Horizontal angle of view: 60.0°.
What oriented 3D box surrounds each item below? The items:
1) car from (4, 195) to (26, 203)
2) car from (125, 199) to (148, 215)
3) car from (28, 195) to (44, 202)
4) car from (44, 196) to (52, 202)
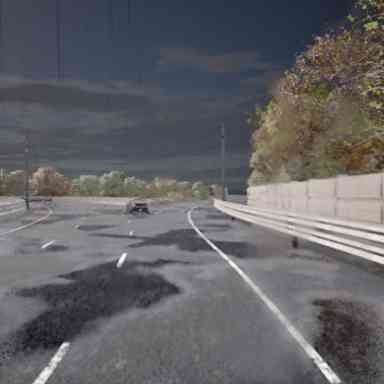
[{"bbox_3d":[-41.420,1.775,78.014,5.357,1.411,2.033,0,0,41],"label":"car"},{"bbox_3d":[-5.829,1.541,35.071,1.837,1.490,4.892,0,0,-18],"label":"car"},{"bbox_3d":[-38.568,1.765,80.162,5.357,1.411,2.033,0,0,41],"label":"car"},{"bbox_3d":[-36.723,1.766,83.210,4.181,1.385,1.994,0,0,41],"label":"car"}]
